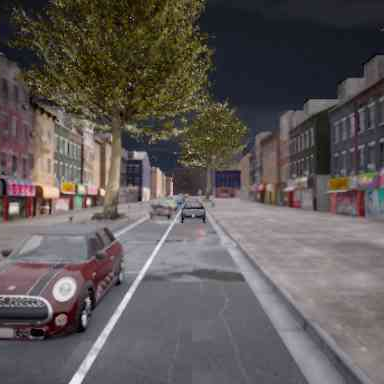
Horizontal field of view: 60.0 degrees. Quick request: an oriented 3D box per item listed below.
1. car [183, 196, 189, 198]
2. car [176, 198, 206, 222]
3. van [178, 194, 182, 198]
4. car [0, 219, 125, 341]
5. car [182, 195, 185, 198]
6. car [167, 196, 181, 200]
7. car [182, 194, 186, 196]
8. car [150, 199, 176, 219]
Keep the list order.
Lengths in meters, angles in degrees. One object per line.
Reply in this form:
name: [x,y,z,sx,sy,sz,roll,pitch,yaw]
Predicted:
car: [0.105,1.587,42.890,1.994,1.385,4.181,0,0,0]
car: [0.103,1.497,26.145,2.128,1.511,4.902,0,0,0]
van: [-2.607,1.368,45.389,1.690,1.788,3.998,2,0,0]
car: [-2.613,1.440,6.643,1.967,1.590,4.097,2,0,0]
car: [-2.612,1.609,56.459,1.947,1.339,4.313,2,0,0]
car: [-2.613,1.544,39.684,1.752,1.417,4.829,2,0,0]
car: [-2.611,1.577,61.825,1.752,1.417,4.829,2,0,0]
car: [-2.615,1.590,28.784,1.802,1.307,4.206,2,0,0]
